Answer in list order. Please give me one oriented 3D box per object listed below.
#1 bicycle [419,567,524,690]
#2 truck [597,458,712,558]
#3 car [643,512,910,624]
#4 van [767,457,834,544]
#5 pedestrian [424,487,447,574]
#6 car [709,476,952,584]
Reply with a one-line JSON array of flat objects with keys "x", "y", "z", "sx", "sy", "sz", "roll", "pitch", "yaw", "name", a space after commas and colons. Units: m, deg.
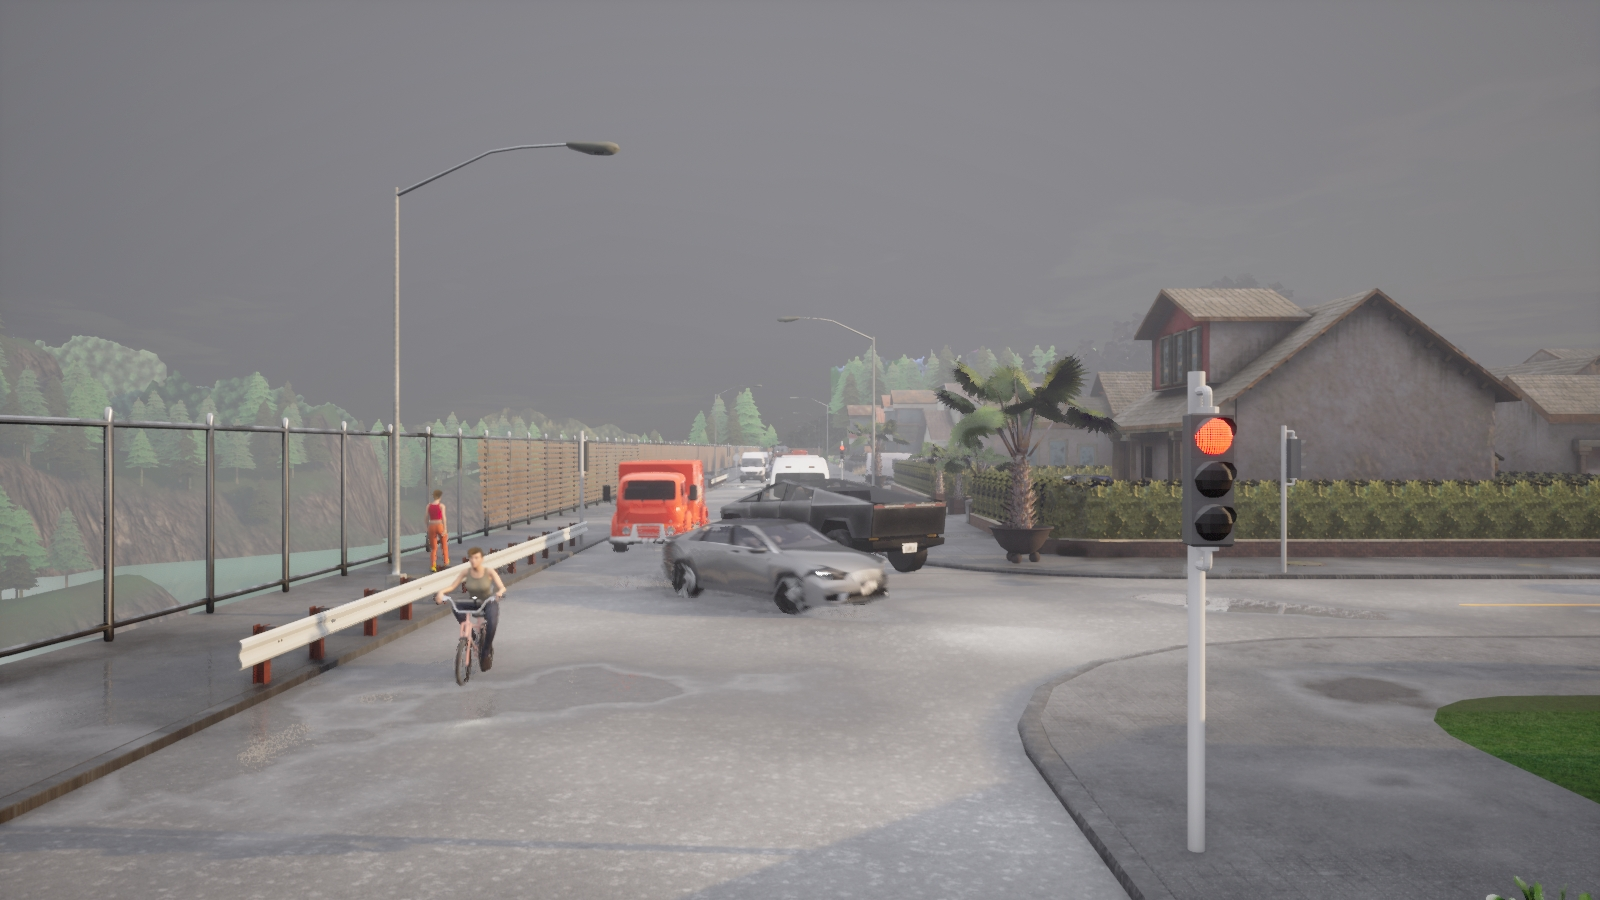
[{"x": -3.987, "y": 2.148, "z": 13.994, "sx": 0.859, "sy": 1.276, "sz": 1.487, "roll": 0, "pitch": 0, "yaw": 0, "name": "bicycle"}, {"x": -3.982, "y": 1.534, "z": 32.373, "sx": 2.627, "sy": 2.467, "sz": 5.204, "roll": 0, "pitch": 1, "yaw": -1, "name": "truck"}, {"x": -0.552, "y": 2.034, "z": 20.902, "sx": 2.128, "sy": 1.511, "sz": 4.902, "roll": -1, "pitch": 0, "yaw": -44, "name": "car"}, {"x": 0.006, "y": 1.511, "z": 36.872, "sx": 1.988, "sy": 2.561, "sz": 5.915, "roll": 0, "pitch": 0, "yaw": 0, "name": "van"}, {"x": -7.870, "y": 1.729, "z": 24.697, "sx": 0.375, "sy": 1.860, "sz": 0.375, "roll": 0, "pitch": 0, "yaw": 0, "name": "pedestrian"}, {"x": 0.520, "y": 1.736, "z": 26.916, "sx": 2.390, "sy": 2.098, "sz": 6.274, "roll": 0, "pitch": 0, "yaw": -36, "name": "car"}]
